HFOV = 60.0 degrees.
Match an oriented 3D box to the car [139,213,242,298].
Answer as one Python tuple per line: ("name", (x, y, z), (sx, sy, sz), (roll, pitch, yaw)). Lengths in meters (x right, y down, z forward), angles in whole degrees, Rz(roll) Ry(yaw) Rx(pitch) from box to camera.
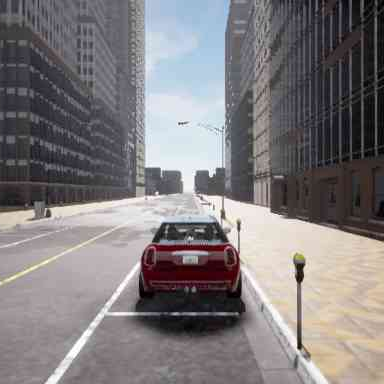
("car", (-0.032, 1.342, 8.619), (2.097, 1.767, 4.553), (0, 0, 0))
